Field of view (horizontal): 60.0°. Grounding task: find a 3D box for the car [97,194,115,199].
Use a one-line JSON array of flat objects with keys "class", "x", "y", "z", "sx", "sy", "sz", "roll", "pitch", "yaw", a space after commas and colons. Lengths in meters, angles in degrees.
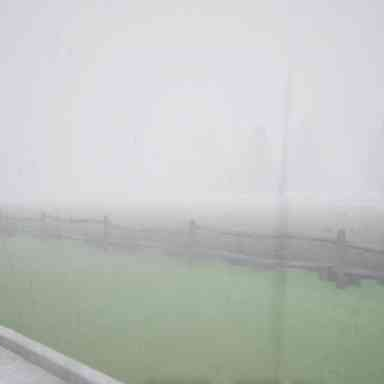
[{"class": "car", "x": -20.861, "y": 1.297, "z": 80.955, "sx": 4.605, "sy": 1.855, "sz": 1.932, "roll": 0, "pitch": 0, "yaw": 35}]
